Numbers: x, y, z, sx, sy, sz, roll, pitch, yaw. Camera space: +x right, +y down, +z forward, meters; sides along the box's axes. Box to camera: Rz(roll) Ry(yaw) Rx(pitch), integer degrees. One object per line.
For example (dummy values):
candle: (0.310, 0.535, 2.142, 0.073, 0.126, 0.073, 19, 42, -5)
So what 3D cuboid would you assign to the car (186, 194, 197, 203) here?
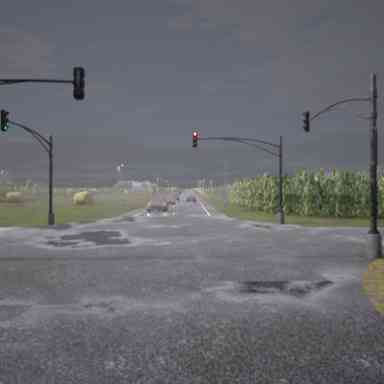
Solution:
car: (-0.120, 1.371, 66.140, 1.837, 1.490, 4.892, 0, 0, 0)

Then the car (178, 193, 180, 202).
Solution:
car: (-3.679, 0.984, 68.815, 2.150, 2.045, 5.566, 0, 0, 0)

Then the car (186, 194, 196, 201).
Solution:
car: (-0.198, 1.285, 76.444, 2.128, 1.511, 4.902, 0, 0, 0)

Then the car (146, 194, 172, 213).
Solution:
car: (-3.697, 1.301, 36.410, 2.097, 1.767, 4.553, 0, 0, 0)

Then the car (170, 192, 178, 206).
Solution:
car: (-3.728, 1.261, 52.939, 2.097, 1.767, 4.553, 0, 0, 0)
